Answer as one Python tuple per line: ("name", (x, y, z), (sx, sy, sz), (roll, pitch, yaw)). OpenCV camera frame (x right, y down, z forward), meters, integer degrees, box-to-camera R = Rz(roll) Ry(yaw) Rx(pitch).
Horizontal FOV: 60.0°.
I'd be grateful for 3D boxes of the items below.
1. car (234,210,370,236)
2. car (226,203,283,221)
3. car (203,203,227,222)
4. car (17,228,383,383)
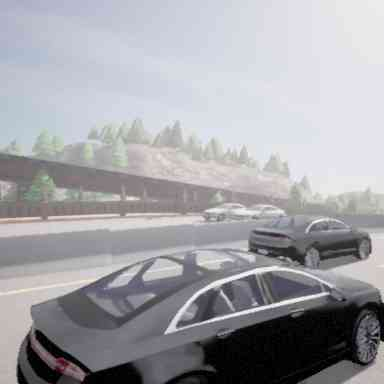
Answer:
("car", (4.007, 1.516, 10.920), (4.902, 1.511, 2.128), (0, 0, -35))
("car", (5.104, 1.673, 24.836), (4.674, 1.442, 1.812), (2, -1, -36))
("car", (3.052, 1.672, 27.672), (4.674, 1.442, 1.812), (2, -1, -36))
("car", (0.564, 1.500, 4.192), (4.902, 1.511, 2.128), (0, 0, -35))
